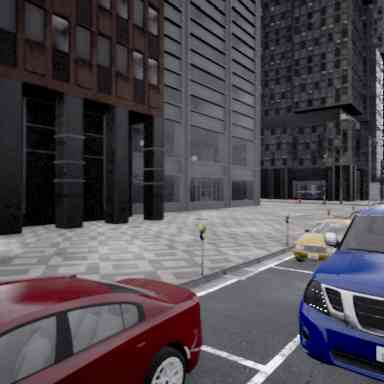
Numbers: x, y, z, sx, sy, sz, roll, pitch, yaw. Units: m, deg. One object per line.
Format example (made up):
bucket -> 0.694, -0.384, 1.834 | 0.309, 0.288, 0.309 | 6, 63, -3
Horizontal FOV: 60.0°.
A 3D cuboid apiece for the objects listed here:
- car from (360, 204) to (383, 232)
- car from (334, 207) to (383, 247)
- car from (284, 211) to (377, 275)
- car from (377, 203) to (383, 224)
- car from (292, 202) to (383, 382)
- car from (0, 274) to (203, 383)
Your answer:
car -> 11.803, 1.543, 20.339 | 1.887, 1.381, 4.507 | 0, 0, 38
car -> 8.428, 1.543, 15.964 | 1.887, 1.381, 4.507 | 0, 0, 38
car -> 4.949, 1.525, 11.455 | 1.752, 1.417, 4.829 | 0, 0, 38
car -> 15.179, 1.543, 24.713 | 1.887, 1.381, 4.507 | 0, 0, 38
car -> 3.609, 1.221, 5.346 | 2.150, 2.045, 5.566 | 0, 0, 38
car -> -1.698, 1.546, 2.840 | 1.887, 1.381, 4.507 | 0, 0, 38
